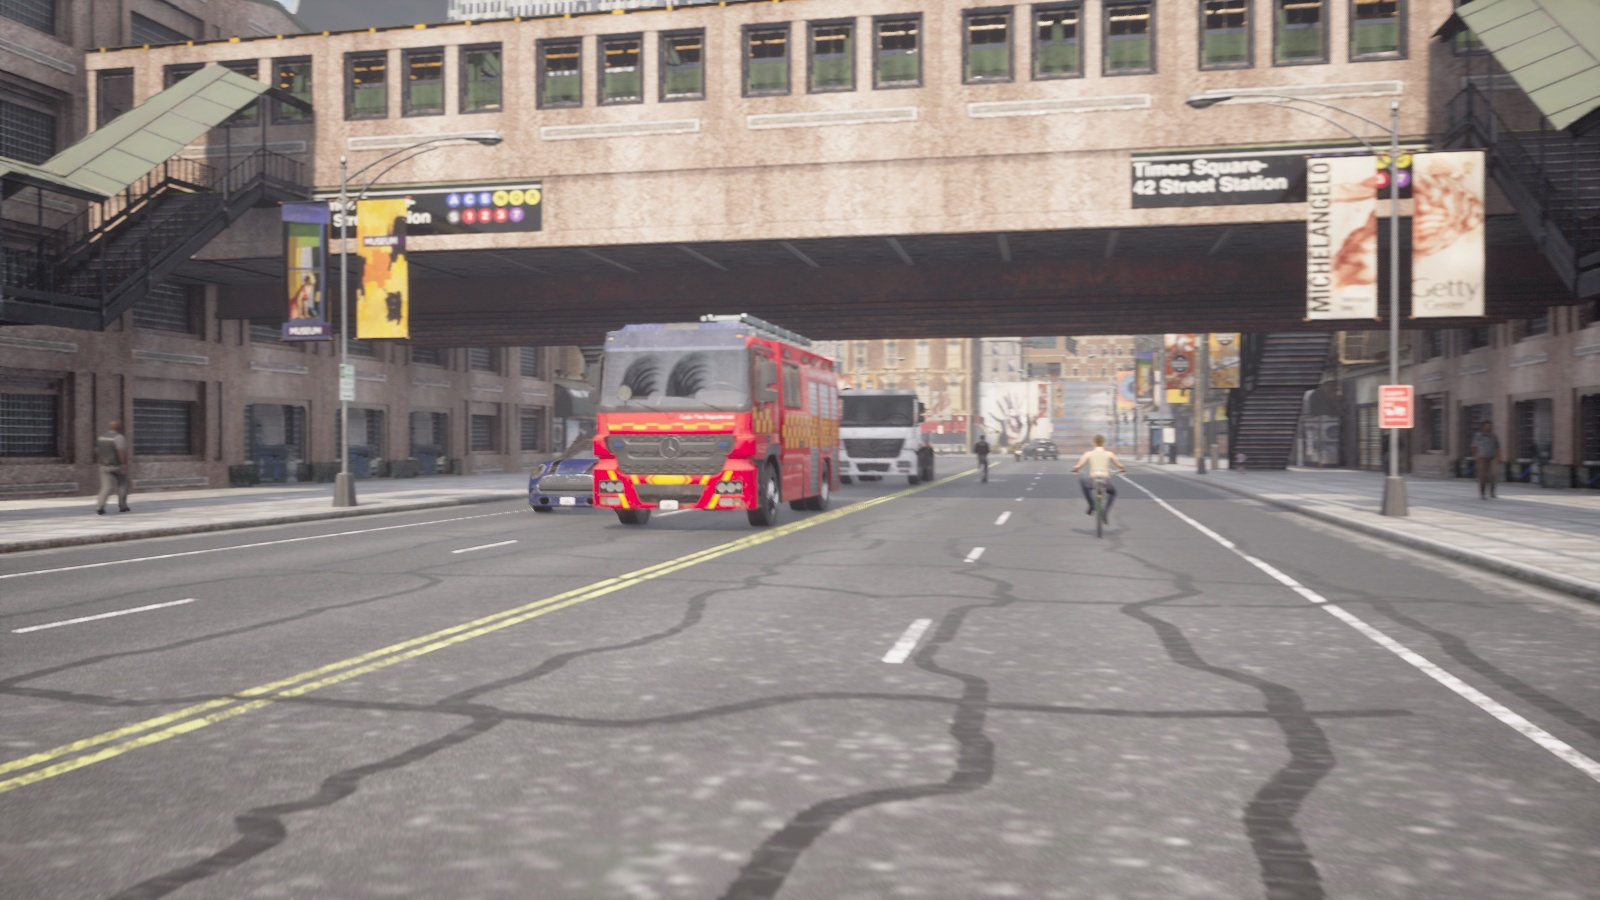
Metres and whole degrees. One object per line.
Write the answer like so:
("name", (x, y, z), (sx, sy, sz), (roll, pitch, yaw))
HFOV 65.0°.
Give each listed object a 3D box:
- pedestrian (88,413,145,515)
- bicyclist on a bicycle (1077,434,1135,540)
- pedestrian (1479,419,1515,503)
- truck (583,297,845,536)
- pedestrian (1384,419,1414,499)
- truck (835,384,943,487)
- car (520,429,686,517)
("pedestrian", (-12.859, 0.264, 23.632), (0.563, 1.883, 0.849), (0, 0, 4))
("bicyclist on a bicycle", (4.859, 0.565, 19.992), (0.866, 1.612, 1.509), (0, 0, 13))
("pedestrian", (15.535, 0.237, 27.998), (0.540, 1.848, 0.694), (0, 0, 13))
("truck", (-1.279, -0.564, 24.605), (2.891, 3.827, 8.468), (0, 0, 12))
("pedestrian", (14.701, 0.220, 30.822), (0.402, 1.930, 0.666), (0, 0, 0))
("truck", (3.442, -0.509, 46.215), (2.891, 3.462, 7.936), (0, 0, 12))
("car", (-4.205, 0.442, 27.659), (2.097, 1.767, 4.553), (0, 0, 12))
